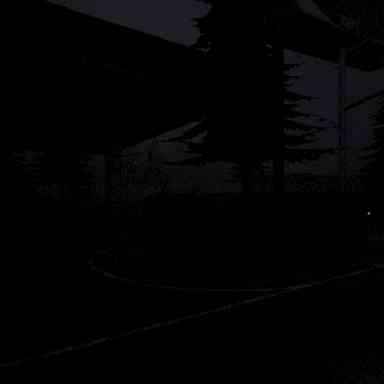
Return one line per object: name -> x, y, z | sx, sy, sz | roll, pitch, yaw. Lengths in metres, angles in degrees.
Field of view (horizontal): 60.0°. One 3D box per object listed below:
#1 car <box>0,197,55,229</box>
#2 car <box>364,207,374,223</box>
car -> -11.886, 1.313, 23.526 | 3.866, 1.878, 1.905 | 0, 0, -36
car -> 10.286, 1.368, 23.189 | 1.994, 1.385, 4.181 | 0, 0, -35
